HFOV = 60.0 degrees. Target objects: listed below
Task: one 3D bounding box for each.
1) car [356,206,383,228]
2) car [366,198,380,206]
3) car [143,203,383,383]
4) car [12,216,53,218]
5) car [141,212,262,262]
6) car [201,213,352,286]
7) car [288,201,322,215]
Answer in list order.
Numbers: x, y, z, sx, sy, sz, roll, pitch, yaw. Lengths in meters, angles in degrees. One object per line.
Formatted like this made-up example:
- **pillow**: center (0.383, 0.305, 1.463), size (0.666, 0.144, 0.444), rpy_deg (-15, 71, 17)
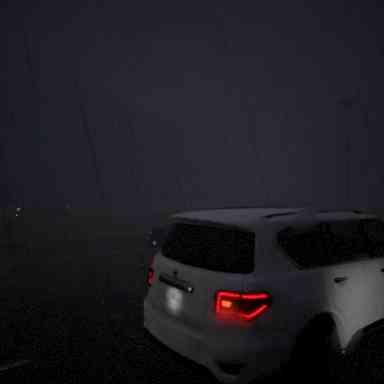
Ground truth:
- **car**: center (13.981, 1.780, 24.569), size (4.181, 1.385, 1.994), rpy_deg (1, 0, -43)
- **car**: center (38.115, 2.133, 69.946), size (2.128, 1.511, 4.902), rpy_deg (0, 0, 34)
- **car**: center (1.932, 1.262, 5.312), size (5.566, 2.045, 2.150), rpy_deg (1, 0, -37)
- **car**: center (-13.274, 1.450, 29.177), size (4.553, 1.767, 2.097), rpy_deg (1, 0, -38)
- **car**: center (0.509, 1.604, 13.039), size (4.674, 1.442, 1.812), rpy_deg (1, 0, -38)
- **car**: center (2.821, 1.553, 10.405), size (5.008, 1.535, 1.882), rpy_deg (1, 0, -38)
- **car**: center (13.226, 1.820, 38.761), size (1.812, 1.442, 4.674), rpy_deg (0, 0, 44)
